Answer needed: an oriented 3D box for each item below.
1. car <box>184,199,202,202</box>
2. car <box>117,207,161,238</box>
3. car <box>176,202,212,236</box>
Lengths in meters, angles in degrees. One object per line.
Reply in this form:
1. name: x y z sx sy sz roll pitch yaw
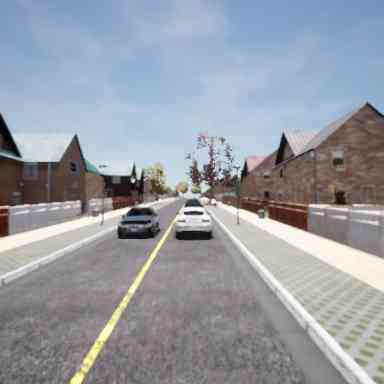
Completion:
1. car: 0.103 1.502 38.804 1.882 1.535 5.008 0 0 0
2. car: -2.748 1.538 18.045 1.812 1.442 4.674 0 0 0
3. car: 0.092 1.533 18.205 1.812 1.442 4.674 0 0 0
